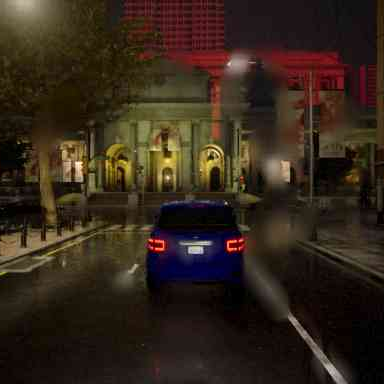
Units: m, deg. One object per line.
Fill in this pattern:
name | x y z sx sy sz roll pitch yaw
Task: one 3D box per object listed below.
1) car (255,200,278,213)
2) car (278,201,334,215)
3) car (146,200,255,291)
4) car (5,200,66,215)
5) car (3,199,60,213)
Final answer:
car | 8.646 1.547 36.148 5.357 1.411 2.033 0 0 1
car | 11.294 1.601 32.625 4.718 1.301 1.895 0 0 1
car | 0.106 1.221 9.130 2.150 2.045 5.566 0 0 1
car | -15.431 1.547 32.876 5.357 1.411 2.033 0 0 1
car | -17.483 1.547 36.396 5.357 1.411 2.033 0 0 1
